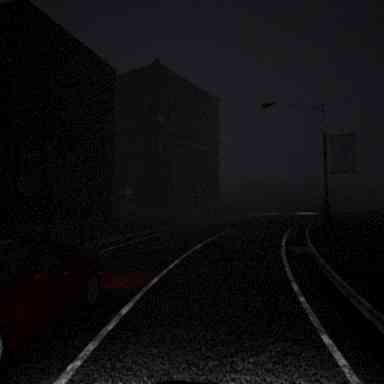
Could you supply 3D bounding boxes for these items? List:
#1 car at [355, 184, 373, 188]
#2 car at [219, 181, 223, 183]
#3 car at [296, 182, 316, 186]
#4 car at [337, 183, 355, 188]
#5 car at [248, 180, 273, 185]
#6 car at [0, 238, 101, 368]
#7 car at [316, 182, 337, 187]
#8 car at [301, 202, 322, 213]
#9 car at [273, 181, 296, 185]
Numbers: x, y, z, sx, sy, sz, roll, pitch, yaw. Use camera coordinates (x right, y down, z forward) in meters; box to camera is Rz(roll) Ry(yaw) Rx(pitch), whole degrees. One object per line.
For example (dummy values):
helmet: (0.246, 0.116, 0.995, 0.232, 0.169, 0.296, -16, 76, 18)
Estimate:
car: (41.712, -1.127, 82.691, 4.792, 1.488, 2.163, 2, -5, -19)
car: (4.381, -2.215, 72.206, 4.553, 1.767, 2.185, 1, -5, -14)
car: (25.707, -1.608, 77.615, 4.674, 1.452, 2.002, 1, -5, -15)
car: (36.296, -1.460, 80.851, 4.553, 1.767, 2.185, 2, -5, -17)
car: (14.998, -1.895, 74.835, 4.892, 1.521, 2.231, 1, -5, -14)
car: (-3.024, 1.544, 5.471, 1.812, 1.442, 4.674, 0, -1, 7)
car: (31.030, -1.495, 79.176, 5.008, 1.535, 2.097, 2, -5, -16)
car: (15.953, 2.007, 43.451, 4.181, 1.385, 1.994, 1, -4, -43)
car: (20.352, -1.785, 76.174, 4.892, 1.521, 2.231, 1, -5, -14)
